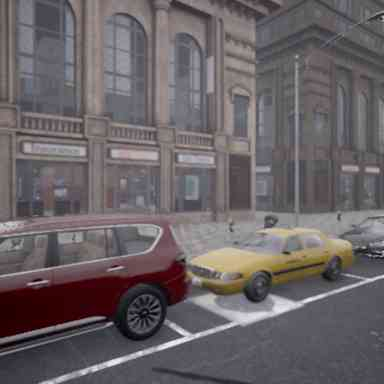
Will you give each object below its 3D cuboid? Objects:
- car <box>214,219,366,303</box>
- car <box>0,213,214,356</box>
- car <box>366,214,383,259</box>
[{"bbox_3d":[2.072,1.482,8.114,4.829,1.417,1.752,0,1,-35],"label":"car"},{"bbox_3d":[-2.354,1.309,4.962,5.009,1.841,2.192,0,1,-35],"label":"car"},{"bbox_3d":[6.774,1.467,11.461,4.403,1.369,2.008,0,1,-35],"label":"car"}]
